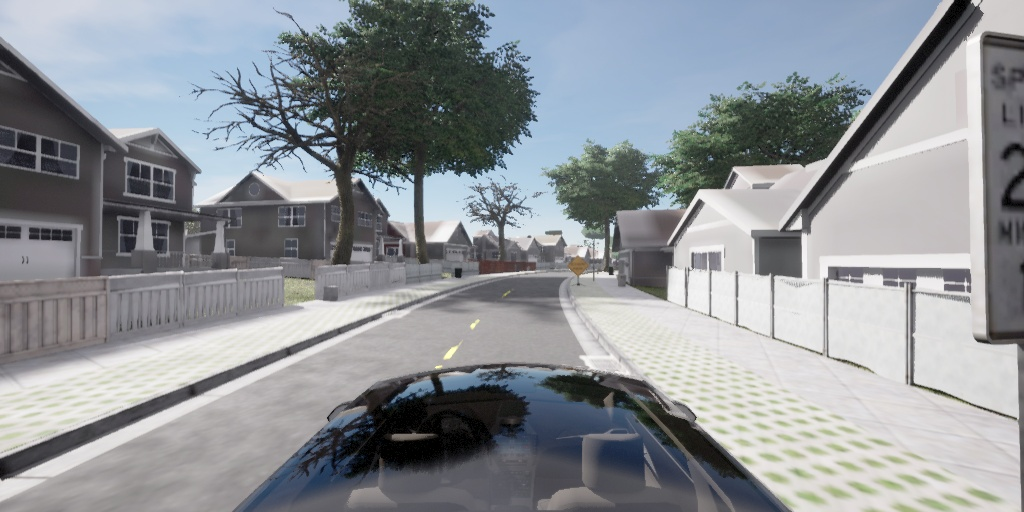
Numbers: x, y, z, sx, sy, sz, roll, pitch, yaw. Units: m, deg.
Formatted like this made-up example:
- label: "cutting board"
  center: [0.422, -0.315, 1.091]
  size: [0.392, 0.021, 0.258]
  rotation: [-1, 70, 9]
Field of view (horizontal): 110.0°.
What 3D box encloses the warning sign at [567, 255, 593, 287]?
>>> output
- label: "warning sign"
  center: [3.952, 0.876, 21.338]
  size: [1.300, 1.860, 1.060]
  rotation: [0, 0, 8]
